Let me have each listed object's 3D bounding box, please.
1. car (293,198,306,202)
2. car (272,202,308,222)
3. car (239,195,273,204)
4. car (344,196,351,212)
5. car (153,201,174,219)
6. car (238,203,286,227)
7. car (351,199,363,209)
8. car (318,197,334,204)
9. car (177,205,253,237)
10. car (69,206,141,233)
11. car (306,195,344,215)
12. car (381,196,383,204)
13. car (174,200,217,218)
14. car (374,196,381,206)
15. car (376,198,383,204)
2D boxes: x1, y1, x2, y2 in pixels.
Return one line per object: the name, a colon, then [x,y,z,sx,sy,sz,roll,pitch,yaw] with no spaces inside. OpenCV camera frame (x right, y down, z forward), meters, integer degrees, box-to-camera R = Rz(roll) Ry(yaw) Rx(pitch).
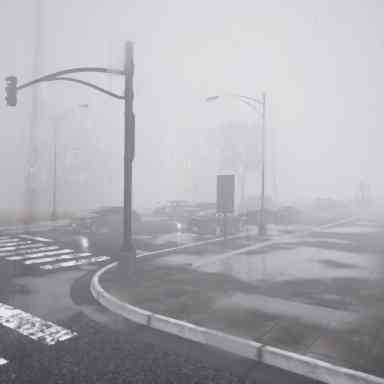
car: [18.123,1.726,56.071,1.752,1.417,4.829,1,0,36]
car: [7.964,1.778,27.898,1.802,1.307,4.206,1,0,36]
car: [7.163,1.357,36.772,2.150,2.045,5.566,1,0,36]
car: [18.441,1.720,42.272,1.967,1.590,4.097,1,0,36]
car: [-1.612,1.480,29.454,1.967,1.590,4.097,1,0,36]
car: [4.718,1.736,23.483,1.947,1.339,4.313,1,0,36]
car: [24.976,1.773,51.244,1.967,1.590,4.097,1,0,36]
car: [28.090,1.848,69.623,1.947,1.339,4.313,1,0,36]
car: [1.470,1.696,19.067,2.008,1.369,4.403,1,0,36]
car: [-5.086,1.564,20.139,1.812,1.442,4.674,1,0,36]
car: [15.179,1.569,37.780,2.192,1.841,5.009,1,0,36]
car: [41.422,1.783,73.603,2.192,1.841,5.009,1,0,36]
car: [0.919,1.590,28.301,1.837,1.490,4.892,1,0,36]
car: [34.942,1.940,64.796,1.752,1.417,4.829,1,0,36]
car: [44.708,2.047,78.075,2.008,1.369,4.403,1,0,36]
